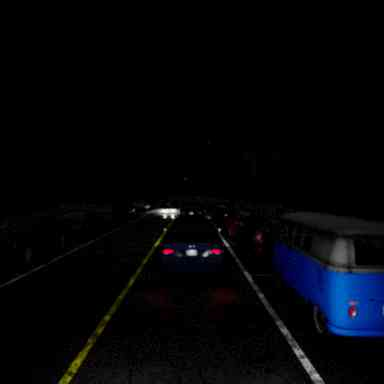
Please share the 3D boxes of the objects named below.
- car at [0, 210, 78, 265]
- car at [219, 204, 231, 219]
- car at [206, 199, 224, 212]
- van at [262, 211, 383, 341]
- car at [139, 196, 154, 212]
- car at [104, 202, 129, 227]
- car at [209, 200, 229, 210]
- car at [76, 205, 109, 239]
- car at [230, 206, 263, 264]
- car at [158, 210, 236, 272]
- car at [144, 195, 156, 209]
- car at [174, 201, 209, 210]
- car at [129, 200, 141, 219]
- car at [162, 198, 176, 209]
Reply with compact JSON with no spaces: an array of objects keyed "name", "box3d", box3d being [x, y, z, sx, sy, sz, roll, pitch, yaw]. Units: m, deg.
[{"name":"car","box3d":[-5.864,1.533,11.721,1.887,1.381,4.507,1,0,0]},{"name":"car","box3d":[2.654,1.532,17.185,1.887,1.381,4.507,1,0,0]},{"name":"car","box3d":[2.628,1.562,39.024,1.887,1.381,4.507,0,0,0]},{"name":"van","box3d":[2.669,1.333,6.265,1.690,1.788,3.998,1,0,0]},{"name":"car","box3d":[-5.896,1.542,38.846,1.752,1.417,4.829,0,0,0]},{"name":"car","box3d":[-5.877,1.541,22.639,2.008,1.369,4.403,1,0,0]},{"name":"car","box3d":[2.640,1.578,28.104,1.802,1.307,4.206,0,0,0]},{"name":"car","box3d":[-5.871,1.569,17.180,1.802,1.307,4.206,1,0,0]},{"name":"car","box3d":[2.662,1.428,11.725,1.967,1.590,4.097,1,0,0]},{"name":"car","box3d":[0.008,1.536,10.687,2.033,1.411,5.357,0,0,0]},{"name":"car","box3d":[-5.902,1.347,44.476,2.192,1.841,5.009,0,0,0]},{"name":"car","box3d":[-0.009,1.541,25.718,2.033,1.411,5.357,0,0,0]},{"name":"car","box3d":[-5.884,1.562,28.098,1.947,1.339,4.313,1,0,0]},{"name":"car","box3d":[-3.099,1.530,46.705,2.128,1.511,4.902,0,0,1]}]
